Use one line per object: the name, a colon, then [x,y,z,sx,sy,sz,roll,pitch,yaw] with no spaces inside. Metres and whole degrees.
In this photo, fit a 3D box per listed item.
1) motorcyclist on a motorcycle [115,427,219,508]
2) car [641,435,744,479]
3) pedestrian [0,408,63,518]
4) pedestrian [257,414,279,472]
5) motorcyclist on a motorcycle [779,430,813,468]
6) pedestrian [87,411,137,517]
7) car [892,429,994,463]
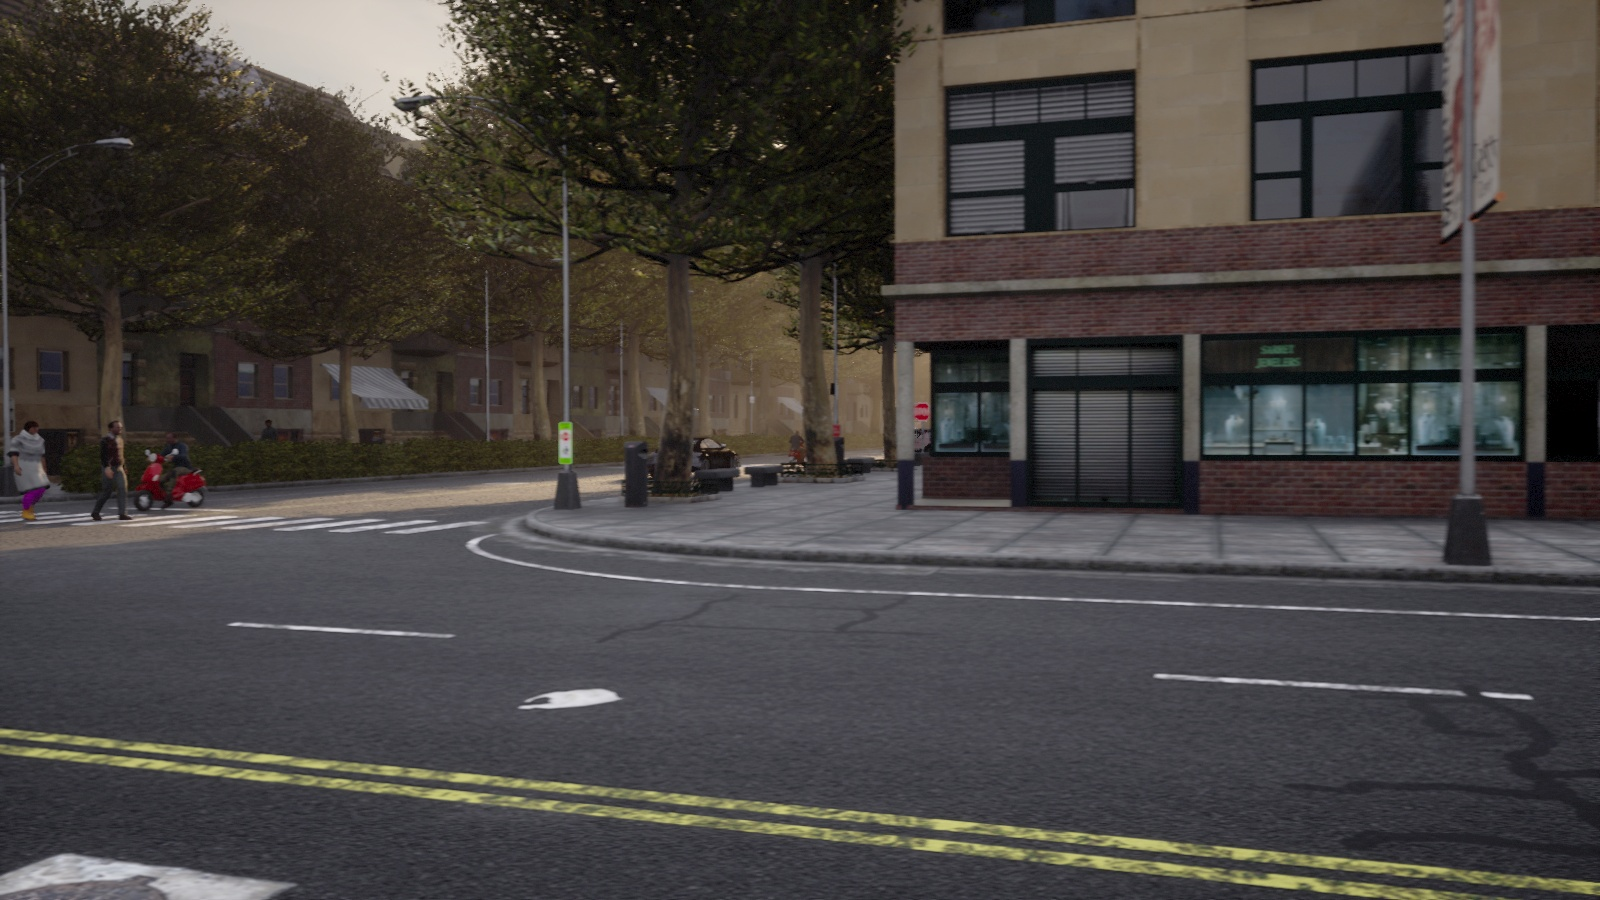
motorcyclist on a motorcycle: [-12.925,0.324,25.696,0.866,1.590,1.817,1,1,19]
car: [-3.590,0.196,42.787,1.994,1.385,4.181,1,1,18]
pedestrian: [-14.003,0.220,22.773,0.873,1.952,0.659,0,1,18]
pedestrian: [-17.308,-0.230,40.841,0.353,1.847,0.614,0,1,13]
motorcyclist on a motorcycle: [-0.155,-0.069,53.214,0.866,1.590,1.817,1,1,18]
pedestrian: [-12.210,0.234,22.292,0.720,1.854,0.376,1,1,18]
car: [7.154,-0.217,62.675,4.856,1.649,2.033,0,1,-31]
